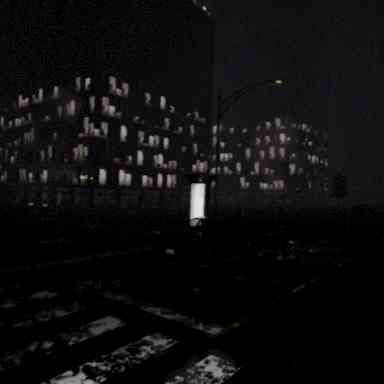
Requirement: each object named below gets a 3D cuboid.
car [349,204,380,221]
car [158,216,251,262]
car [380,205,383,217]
[{"bbox_3d":[17.573,2.049,34.248,1.967,1.590,4.097,2,0,38],"label":"car"},{"bbox_3d":[0.646,1.579,12.375,1.947,1.339,4.313,2,0,38],"label":"car"},{"bbox_3d":[24.237,2.373,42.863,1.752,1.417,4.829,2,0,38],"label":"car"}]
